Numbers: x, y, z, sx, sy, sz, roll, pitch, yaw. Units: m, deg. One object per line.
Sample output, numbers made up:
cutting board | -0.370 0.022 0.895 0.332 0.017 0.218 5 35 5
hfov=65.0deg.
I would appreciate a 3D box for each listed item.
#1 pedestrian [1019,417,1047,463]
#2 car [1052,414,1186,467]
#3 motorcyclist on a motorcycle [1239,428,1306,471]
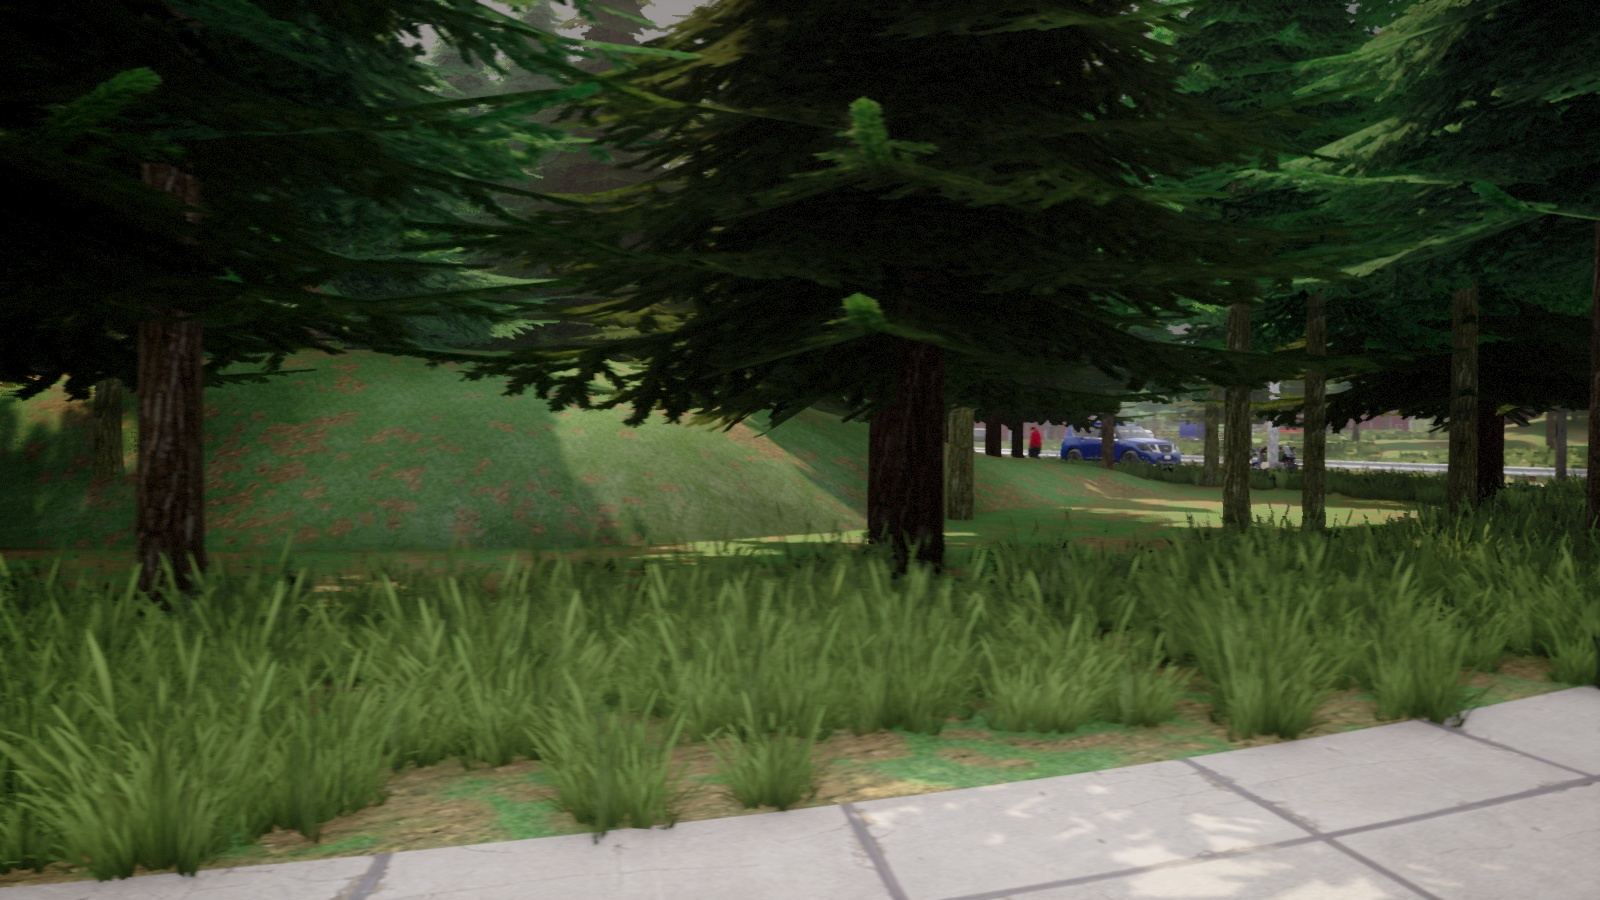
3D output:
pedestrian | 9.393 -0.398 50.651 0.634 1.844 0.899 -1 1 -38
car | 13.204 -0.411 52.419 2.150 2.045 5.566 -1 1 -30
motorcyclist on a motorcycle | 17.082 -0.035 45.449 0.866 1.530 2.191 -1 1 -29
